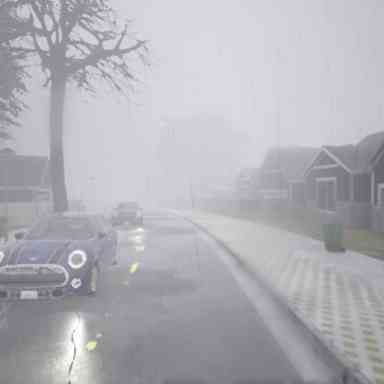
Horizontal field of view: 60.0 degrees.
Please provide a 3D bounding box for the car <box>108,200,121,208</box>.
[{"bbox_3d":[-17.933,2.733,76.749,2.097,1.767,4.553,0,-2,-26],"label":"car"}]

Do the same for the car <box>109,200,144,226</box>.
[{"bbox_3d":[-4.551,1.467,23.878,2.097,1.767,4.553,0,-1,-8],"label":"car"}]

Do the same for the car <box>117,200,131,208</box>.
[{"bbox_3d":[-13.774,2.518,67.514,1.882,1.535,5.008,0,-2,-23],"label":"car"}]

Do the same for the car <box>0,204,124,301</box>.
[{"bbox_3d":[-3.208,1.347,8.521,2.097,1.767,4.553,0,0,-3],"label":"car"}]
